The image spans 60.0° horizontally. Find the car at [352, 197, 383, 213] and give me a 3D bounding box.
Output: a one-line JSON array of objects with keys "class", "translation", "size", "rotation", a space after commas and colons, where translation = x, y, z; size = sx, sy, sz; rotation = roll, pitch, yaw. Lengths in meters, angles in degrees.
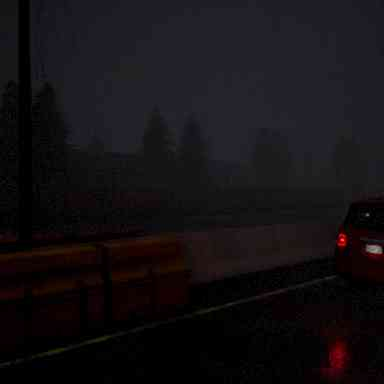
[{"class": "car", "translation": [18.524, 1.239, 34.113], "size": [4.674, 1.442, 1.812], "rotation": [-1, 0, -35]}]

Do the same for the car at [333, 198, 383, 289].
[{"class": "car", "translation": [5.611, 1.148, 7.696], "size": [5.566, 2.045, 2.150], "rotation": [0, 0, -34]}]
